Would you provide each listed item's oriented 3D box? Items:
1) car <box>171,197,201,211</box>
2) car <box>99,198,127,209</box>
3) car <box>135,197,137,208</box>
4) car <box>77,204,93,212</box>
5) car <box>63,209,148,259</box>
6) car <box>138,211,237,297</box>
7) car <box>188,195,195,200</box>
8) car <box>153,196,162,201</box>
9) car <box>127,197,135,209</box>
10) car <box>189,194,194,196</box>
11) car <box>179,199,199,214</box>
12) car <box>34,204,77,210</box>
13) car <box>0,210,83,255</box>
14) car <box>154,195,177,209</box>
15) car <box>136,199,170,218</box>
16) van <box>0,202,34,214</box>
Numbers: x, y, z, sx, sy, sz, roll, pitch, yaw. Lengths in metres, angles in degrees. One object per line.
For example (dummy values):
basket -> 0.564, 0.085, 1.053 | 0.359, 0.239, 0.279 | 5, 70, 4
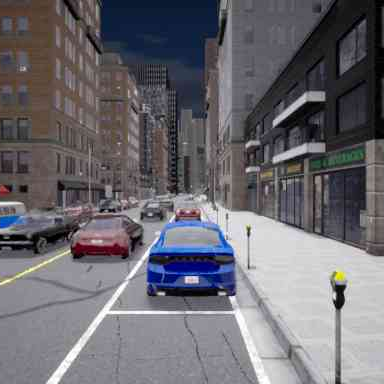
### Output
car -> -0.290, 1.443, 25.481 | 1.967, 1.590, 4.097 | 0, 0, 0
car -> -8.815, 1.572, 36.483 | 1.947, 1.339, 4.313 | 0, 0, 0
car -> -8.816, 1.451, 47.486 | 1.967, 1.590, 4.097 | 0, 0, 0
car -> -8.815, 1.585, 25.481 | 1.802, 1.307, 4.206 | 0, 0, 0
car -> -3.046, 1.564, 12.695 | 1.994, 1.385, 4.181 | 0, 0, 0
car -> -0.006, 1.478, 8.650 | 1.882, 1.535, 5.008 | 0, 0, 0
car -> -0.237, 1.635, 95.394 | 2.008, 1.369, 4.403 | 0, 0, 0
car -> -8.782, 1.642, 84.589 | 1.802, 1.307, 4.206 | 0, 0, 0
car -> -8.815, 1.591, 41.985 | 1.802, 1.307, 4.206 | 0, 0, 0
car -> -0.257, 1.500, 84.576 | 1.967, 1.590, 4.097 | 0, 0, 0
car -> -0.290, 1.557, 36.484 | 2.008, 1.369, 4.403 | 0, 0, 0
car -> -8.815, 1.567, 19.979 | 1.947, 1.339, 4.313 | 0, 0, 0
car -> -6.245, 1.601, 13.419 | 1.895, 1.301, 4.718 | 0, 0, 0
car -> -3.046, 1.499, 39.894 | 2.128, 1.511, 4.902 | 0, 0, 0
car -> -3.131, 1.529, 27.403 | 1.812, 1.442, 4.674 | 0, 0, 0
van -> -8.815, 1.342, 14.478 | 1.690, 1.788, 3.998 | 0, 0, 0
